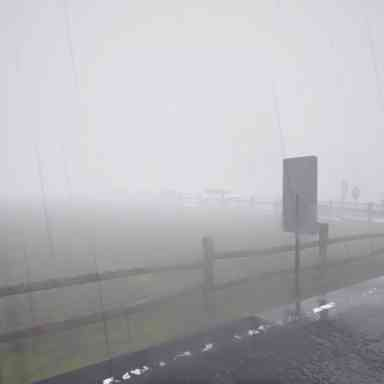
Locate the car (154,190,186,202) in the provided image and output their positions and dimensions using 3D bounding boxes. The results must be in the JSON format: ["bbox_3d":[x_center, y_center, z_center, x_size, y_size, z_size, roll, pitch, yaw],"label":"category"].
[{"bbox_3d":[-2.728,0.488,44.194,2.097,1.767,4.553,1,1,-35],"label":"car"}]

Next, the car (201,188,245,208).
[{"bbox_3d":[3.203,0.594,35.734,2.150,2.045,5.566,1,1,-35],"label":"car"}]

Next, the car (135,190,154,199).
[{"bbox_3d":[-8.063,0.342,56.899,1.882,1.535,5.008,1,1,-35],"label":"car"}]

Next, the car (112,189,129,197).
[{"bbox_3d":[-14.084,0.120,65.464,2.128,1.511,4.902,1,1,-35],"label":"car"}]

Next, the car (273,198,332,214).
[{"bbox_3d":[9.030,1.086,27.425,1.882,1.535,5.008,1,1,-35],"label":"car"}]
